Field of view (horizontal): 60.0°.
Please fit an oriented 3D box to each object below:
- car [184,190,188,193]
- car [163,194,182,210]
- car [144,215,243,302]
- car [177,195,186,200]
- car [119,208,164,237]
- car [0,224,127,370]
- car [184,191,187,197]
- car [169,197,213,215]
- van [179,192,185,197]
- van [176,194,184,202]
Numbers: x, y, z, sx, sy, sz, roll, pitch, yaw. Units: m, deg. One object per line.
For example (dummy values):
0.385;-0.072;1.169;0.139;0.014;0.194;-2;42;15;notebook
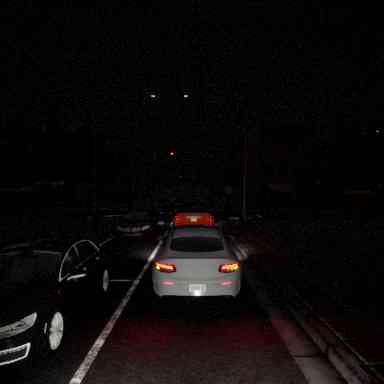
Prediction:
-2.744;1.132;93.398;2.192;1.841;5.009;-1;1;0;car
-2.705;1.484;43.529;1.967;1.590;4.097;-2;0;0;car
0.093;1.523;8.149;1.812;1.442;4.674;0;0;0;car
-2.737;1.430;87.849;2.008;1.369;4.403;-1;0;0;car
-2.674;1.582;16.751;1.802;1.307;4.206;-2;0;0;car
-2.664;1.548;5.857;2.008;1.369;4.403;-2;0;0;car
-2.730;1.308;71.228;2.192;1.841;5.009;-1;0;0;car
0.083;1.353;18.112;2.097;1.767;4.553;0;0;0;car
-2.724;1.360;65.685;1.690;1.788;3.998;-1;0;0;van
-2.733;1.302;76.765;1.690;1.788;3.998;-1;0;0;van
